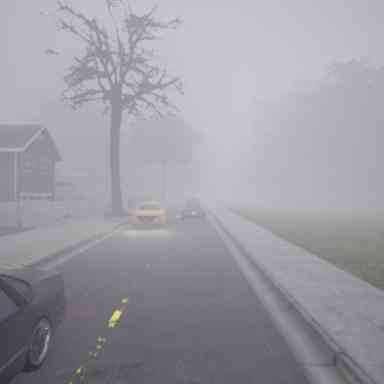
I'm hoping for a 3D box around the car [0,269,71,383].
[{"bbox_3d":[-2.833,1.546,2.931,2.033,1.411,5.357,0,0,1],"label":"car"}]

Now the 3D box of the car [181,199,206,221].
[{"bbox_3d":[0.110,1.540,26.839,1.994,1.385,4.181,0,0,0],"label":"car"}]

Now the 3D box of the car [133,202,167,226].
[{"bbox_3d":[-2.840,1.459,23.157,1.882,1.535,5.008,0,0,0],"label":"car"}]

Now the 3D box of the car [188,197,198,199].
[{"bbox_3d":[0.120,1.453,43.541,1.837,1.490,4.892,0,0,0],"label":"car"}]
